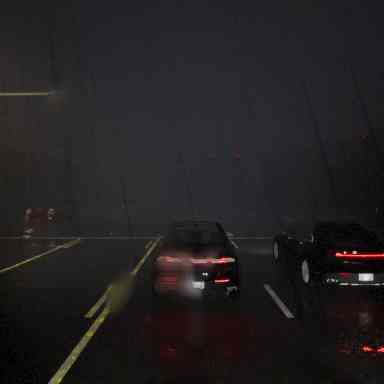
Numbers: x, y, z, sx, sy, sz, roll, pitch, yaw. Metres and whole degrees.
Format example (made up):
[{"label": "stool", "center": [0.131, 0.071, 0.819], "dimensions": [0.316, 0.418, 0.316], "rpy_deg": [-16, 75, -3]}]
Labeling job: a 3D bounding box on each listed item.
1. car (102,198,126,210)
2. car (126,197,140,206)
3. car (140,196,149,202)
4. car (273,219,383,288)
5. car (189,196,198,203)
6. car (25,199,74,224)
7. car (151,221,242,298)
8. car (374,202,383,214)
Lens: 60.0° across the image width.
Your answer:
[{"label": "car", "center": [-10.487, 1.525, 43.954], "dimensions": [1.812, 1.442, 4.674], "rpy_deg": [0, 0, 0]}, {"label": "car", "center": [-10.443, 1.562, 55.269], "dimensions": [1.994, 1.385, 4.181], "rpy_deg": [0, 0, 1]}, {"label": "car", "center": [-10.320, 1.500, 70.148], "dimensions": [1.895, 1.301, 4.718], "rpy_deg": [0, 0, 0]}, {"label": "car", "center": [3.602, 1.505, 9.261], "dimensions": [1.837, 1.490, 4.892], "rpy_deg": [0, 0, 1]}, {"label": "car", "center": [0.270, 1.488, 66.880], "dimensions": [2.128, 1.511, 4.902], "rpy_deg": [0, 0, 0]}, {"label": "car", "center": [-10.537, 1.352, 24.923], "dimensions": [2.097, 1.767, 4.553], "rpy_deg": [0, 0, 0]}, {"label": "car", "center": [0.097, 1.492, 8.498], "dimensions": [2.128, 1.511, 4.902], "rpy_deg": [0, 0, 0]}, {"label": "car", "center": [18.114, 1.061, 28.293], "dimensions": [4.902, 1.511, 2.128], "rpy_deg": [-5, 0, 0]}]
